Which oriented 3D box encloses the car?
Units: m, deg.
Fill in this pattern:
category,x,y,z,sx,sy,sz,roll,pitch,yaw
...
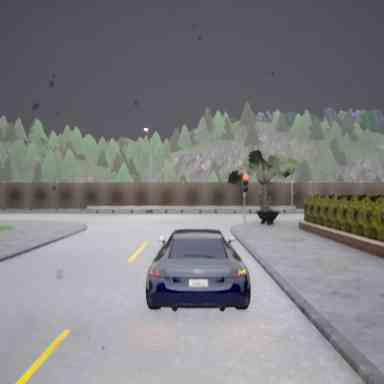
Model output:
category,x,y,z,sx,sy,sz,roll,pitch,yaw
car,0.117,1.536,7.754,1.994,1.385,4.181,0,0,0
